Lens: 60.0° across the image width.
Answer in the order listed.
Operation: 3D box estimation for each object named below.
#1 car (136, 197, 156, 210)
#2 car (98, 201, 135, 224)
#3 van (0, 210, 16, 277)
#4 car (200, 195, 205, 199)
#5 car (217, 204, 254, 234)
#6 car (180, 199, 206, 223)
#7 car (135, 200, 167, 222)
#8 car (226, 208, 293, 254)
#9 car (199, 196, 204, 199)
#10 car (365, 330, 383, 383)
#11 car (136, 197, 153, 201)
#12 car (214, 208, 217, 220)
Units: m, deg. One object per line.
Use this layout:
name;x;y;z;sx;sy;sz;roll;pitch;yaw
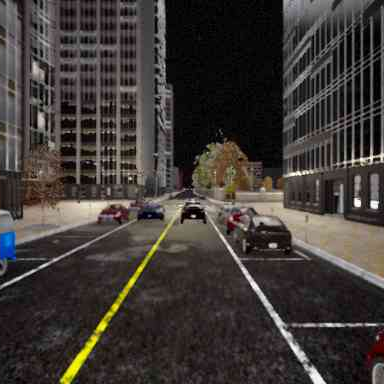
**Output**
car;-5.694;1.406;41.699;1.967;1.590;4.097;0;0;0
car;-5.693;1.572;24.619;1.802;1.307;4.206;0;0;0
van;-5.691;1.339;7.542;1.690;1.788;3.998;0;0;0
car;2.743;1.414;90.724;1.947;1.339;4.313;0;0;0
car;2.689;1.433;18.924;1.967;1.590;4.097;0;0;0
car;0.099;1.515;25.249;1.812;1.442;4.674;0;0;0
car;-3.098;1.552;26.244;1.994;1.385;4.181;0;0;0
car;2.689;1.546;13.233;2.008;1.369;4.403;0;0;0
car;0.096;1.513;41.371;2.033;1.411;5.357;0;0;0
car;2.690;1.581;1.848;1.802;1.307;4.206;0;0;0
car;-5.693;1.558;36.007;1.802;1.307;4.206;0;0;0
car;2.688;1.541;24.618;2.008;1.369;4.403;0;0;0
